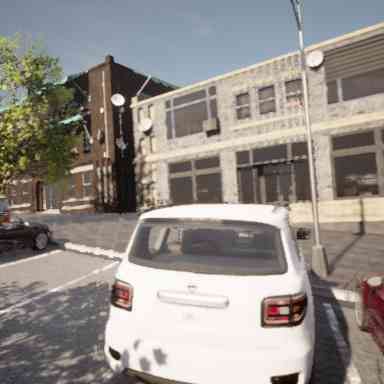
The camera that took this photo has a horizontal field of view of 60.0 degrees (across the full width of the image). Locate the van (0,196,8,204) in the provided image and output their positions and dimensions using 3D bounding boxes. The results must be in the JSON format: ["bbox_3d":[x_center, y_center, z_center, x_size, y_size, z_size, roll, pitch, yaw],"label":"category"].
[{"bbox_3d":[-9.125,1.066,12.403,1.878,1.987,4.442,1,0,16],"label":"van"}]

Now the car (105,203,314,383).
[{"bbox_3d":[0.721,1.195,5.491,2.435,2.045,5.566,1,0,16],"label":"car"}]

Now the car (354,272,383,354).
[{"bbox_3d":[3.170,1.524,3.707,2.002,1.452,4.674,1,0,16],"label":"car"}]

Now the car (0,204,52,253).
[{"bbox_3d":[-6.652,1.332,10.747,2.231,1.521,4.892,1,0,16],"label":"car"}]
